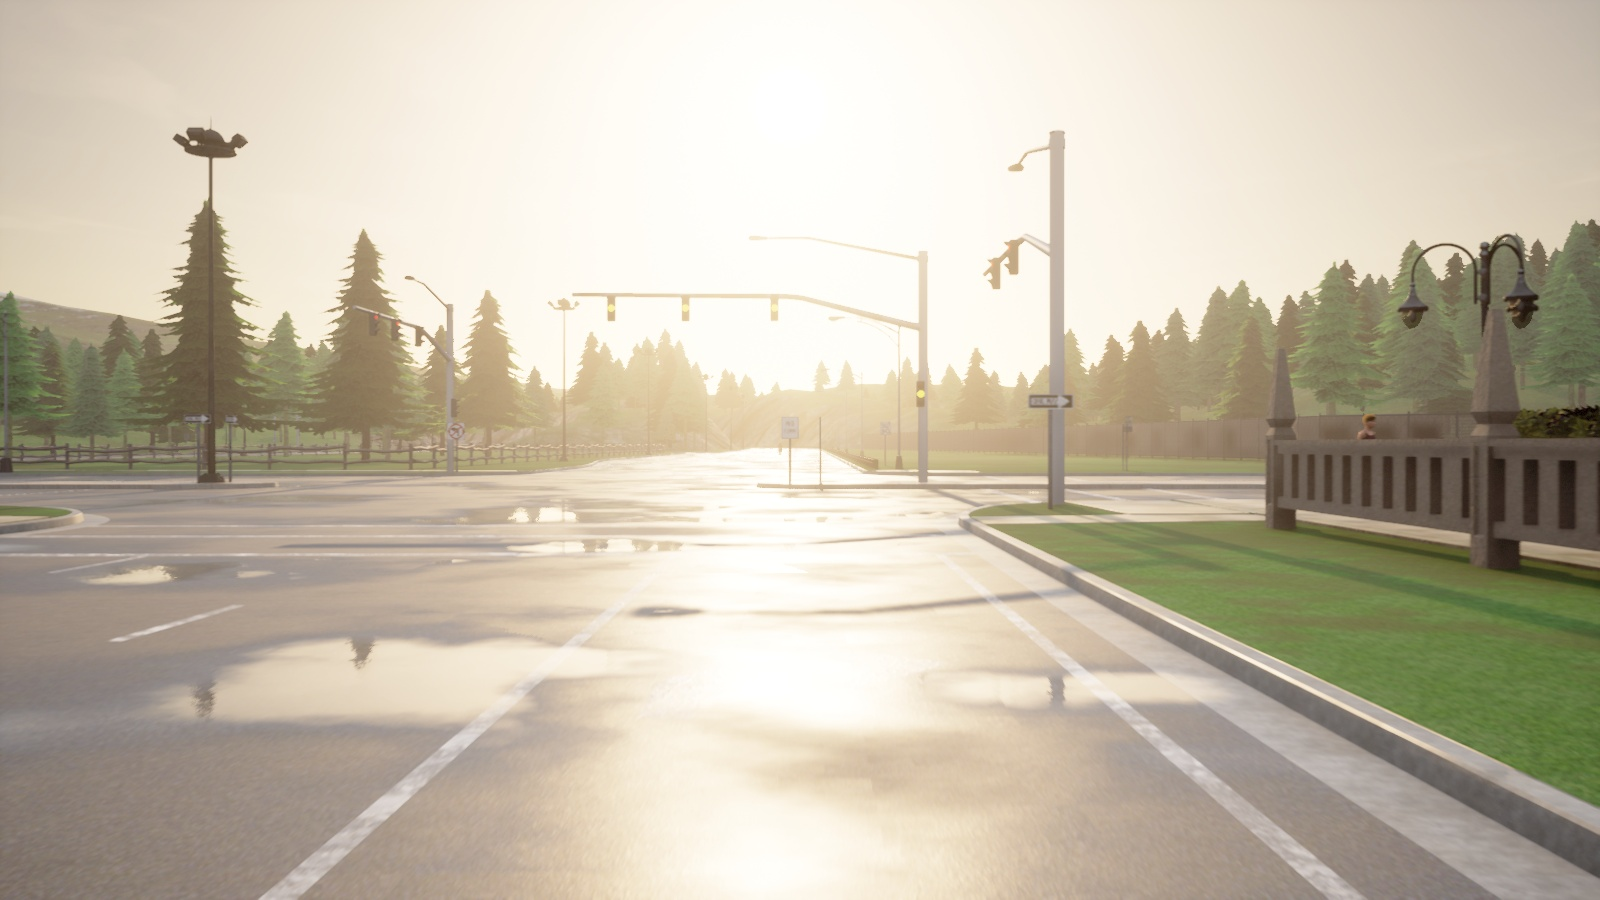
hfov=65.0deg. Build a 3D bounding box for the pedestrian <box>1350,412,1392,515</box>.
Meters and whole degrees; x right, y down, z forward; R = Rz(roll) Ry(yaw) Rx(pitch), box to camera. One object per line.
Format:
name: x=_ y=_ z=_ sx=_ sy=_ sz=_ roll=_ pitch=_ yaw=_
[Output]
pedestrian: x=10.332 y=0.236 z=22.730 sx=0.345 sy=1.836 sz=0.594 roll=0 pitch=0 yaw=-30
